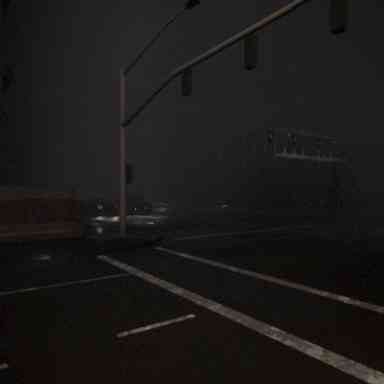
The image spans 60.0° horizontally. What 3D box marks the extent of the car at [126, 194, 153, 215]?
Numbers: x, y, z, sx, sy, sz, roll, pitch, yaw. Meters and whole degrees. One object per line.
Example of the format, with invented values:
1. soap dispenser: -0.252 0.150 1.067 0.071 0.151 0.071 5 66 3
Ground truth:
1. car: -6.145 1.232 34.606 2.150 2.045 5.566 0 0 -36

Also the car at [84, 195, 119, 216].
1. car: -8.853 1.361 32.381 2.097 1.767 4.553 0 0 -36
